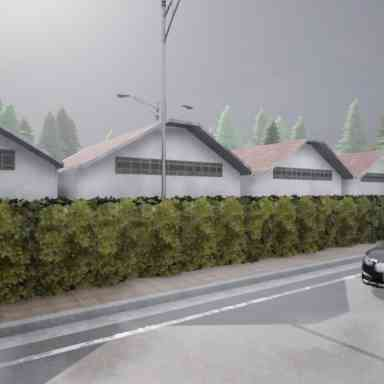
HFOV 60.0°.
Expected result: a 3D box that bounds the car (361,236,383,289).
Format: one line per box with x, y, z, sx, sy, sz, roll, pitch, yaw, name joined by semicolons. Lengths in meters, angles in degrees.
6.056;1.497;8.050;4.902;1.511;2.128;0;0;-34;car
